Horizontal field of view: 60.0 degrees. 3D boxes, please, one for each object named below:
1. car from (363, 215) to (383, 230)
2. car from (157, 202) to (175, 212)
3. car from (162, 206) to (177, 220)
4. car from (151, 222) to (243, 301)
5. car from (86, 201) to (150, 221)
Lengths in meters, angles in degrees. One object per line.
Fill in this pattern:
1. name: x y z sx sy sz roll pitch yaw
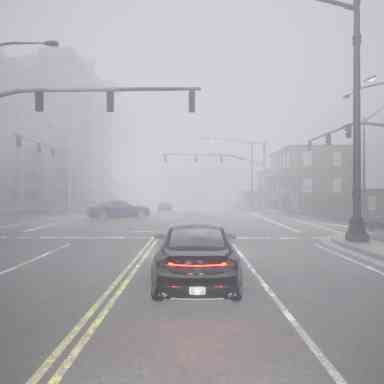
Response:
1. car: 16.049 2.655 28.207 4.181 1.385 1.994 8 0 0
2. car: -3.630 2.066 45.558 1.837 1.490 4.892 0 -5 0
3. car: -3.628 3.522 54.965 2.128 1.511 4.902 0 -12 0
4. car: 0.094 1.505 8.321 1.837 1.490 4.892 0 0 0
5. car: -5.889 1.446 26.759 5.008 1.535 1.882 -1 1 -25
